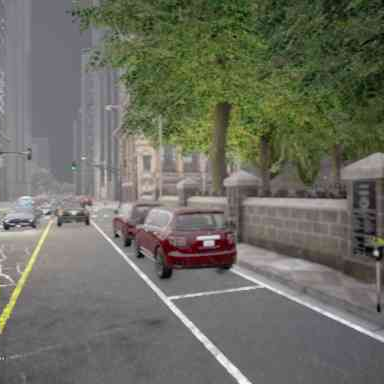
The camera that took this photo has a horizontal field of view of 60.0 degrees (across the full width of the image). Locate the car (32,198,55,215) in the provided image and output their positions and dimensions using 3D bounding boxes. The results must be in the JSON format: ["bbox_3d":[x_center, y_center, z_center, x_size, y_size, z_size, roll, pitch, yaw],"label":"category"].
[{"bbox_3d":[-13.345,1.633,33.279,2.128,1.511,4.902,0,0,6],"label":"car"}]

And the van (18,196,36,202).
[{"bbox_3d":[-23.797,1.582,47.595,1.690,1.788,3.998,0,0,-21],"label":"van"}]

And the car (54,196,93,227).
[{"bbox_3d":[-8.611,1.441,24.140,2.097,1.767,4.553,-1,0,-21],"label":"car"}]

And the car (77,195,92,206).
[{"bbox_3d":[-19.709,1.530,60.807,2.192,1.841,5.009,0,0,-21],"label":"car"}]

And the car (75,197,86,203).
[{"bbox_3d":[-25.518,1.842,76.059,2.008,1.369,4.403,0,0,-21],"label":"car"}]

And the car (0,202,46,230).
[{"bbox_3d":[-11.365,1.661,22.579,2.033,1.411,5.357,-1,0,-20],"label":"car"}]

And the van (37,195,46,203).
[{"bbox_3d":[-35.421,1.732,78.102,1.690,1.788,3.998,0,0,-21],"label":"van"}]

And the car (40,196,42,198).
[{"bbox_3d":[-27.670,1.833,57.763,1.887,1.381,4.507,0,0,-21],"label":"car"}]

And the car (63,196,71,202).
[{"bbox_3d":[-33.018,1.783,87.982,1.882,1.535,5.008,-1,0,-21],"label":"car"}]

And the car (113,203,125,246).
[{"bbox_3d":[-2.410,1.347,15.406,2.192,1.841,5.009,0,0,-21],"label":"car"}]

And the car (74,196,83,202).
[{"bbox_3d":[-29.393,1.783,86.228,1.967,1.590,4.097,0,0,-21],"label":"car"}]

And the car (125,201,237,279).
[{"bbox_3d":[-0.443,1.327,10.244,2.192,1.841,5.009,0,0,-21],"label":"car"}]

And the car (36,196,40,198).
[{"bbox_3d":[-25.733,1.704,52.679,1.967,1.590,4.097,0,0,-21],"label":"car"}]

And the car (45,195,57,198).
[{"bbox_3d":[-30.482,1.875,72.902,2.033,1.411,5.357,-1,0,-21],"label":"car"}]

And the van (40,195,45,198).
[{"bbox_3d":[-31.546,1.680,67.933,1.690,1.788,3.998,0,0,-21],"label":"van"}]

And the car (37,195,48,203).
[{"bbox_3d":[-37.358,1.731,83.187,2.192,1.841,5.009,0,0,-21],"label":"car"}]

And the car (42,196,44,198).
[{"bbox_3d":[-29.607,1.879,62.848,1.947,1.339,4.313,0,0,-21],"label":"car"}]

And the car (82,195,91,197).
[{"bbox_3d":[-17.771,1.506,55.723,2.192,1.841,5.009,0,0,-21],"label":"car"}]
